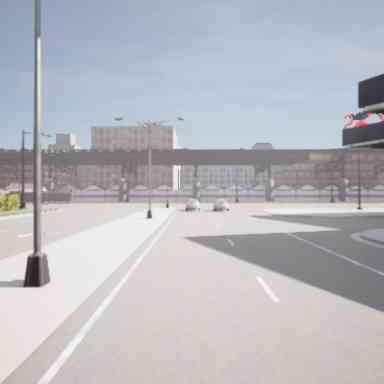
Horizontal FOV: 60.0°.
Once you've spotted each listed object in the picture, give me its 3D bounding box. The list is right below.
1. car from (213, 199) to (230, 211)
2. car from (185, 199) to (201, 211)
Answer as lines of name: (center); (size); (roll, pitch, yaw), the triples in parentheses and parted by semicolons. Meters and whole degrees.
car: (3.607, 1.629, 41.410); (1.812, 1.442, 4.674); (0, 0, 1)
car: (0.112, 1.631, 42.126); (1.812, 1.442, 4.674); (0, 0, 0)
